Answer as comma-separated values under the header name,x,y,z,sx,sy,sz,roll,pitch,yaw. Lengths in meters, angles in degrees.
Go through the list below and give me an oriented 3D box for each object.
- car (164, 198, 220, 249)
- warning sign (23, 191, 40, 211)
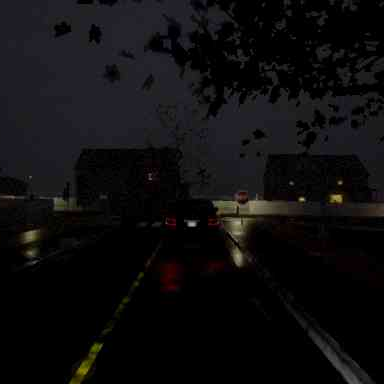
name,x,y,z,sx,sy,sz,roll,pitch,yaw
car,0.000,1.262,14.681,2.150,2.045,5.566,0,0,0
warning sign,-15.844,0.879,32.784,1.060,1.860,1.300,0,1,0
